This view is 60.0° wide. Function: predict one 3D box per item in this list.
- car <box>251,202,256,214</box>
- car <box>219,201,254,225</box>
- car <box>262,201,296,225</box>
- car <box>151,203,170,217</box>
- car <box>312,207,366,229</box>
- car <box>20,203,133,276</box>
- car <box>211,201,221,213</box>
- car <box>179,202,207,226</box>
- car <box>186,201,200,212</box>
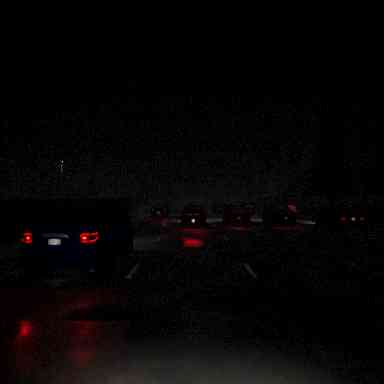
[{"bbox_3d":[7.080,1.985,43.124,2.128,1.511,4.902,0,0,0],"label":"car"},{"bbox_3d":[3.548,1.790,27.307,1.882,1.535,5.008,0,0,0],"label":"car"},{"bbox_3d":[7.049,1.790,27.318,1.882,1.535,5.008,0,0,0],"label":"car"},{"bbox_3d":[-3.403,1.941,36.329,1.812,1.442,4.674,0,-1,0],"label":"car"},{"bbox_3d":[10.505,1.825,24.171,2.033,1.411,5.357,0,-1,0],"label":"car"},{"bbox_3d":[-3.402,1.349,10.915,2.150,2.045,5.566,0,0,0],"label":"car"},{"bbox_3d":[3.587,1.996,45.443,1.882,1.535,5.008,0,0,0],"label":"car"},{"bbox_3d":[0.097,1.800,25.792,1.837,1.490,4.892,0,-1,0],"label":"car"},{"bbox_3d":[0.095,2.130,49.578,1.994,1.385,4.181,0,-1,0],"label":"car"}]
